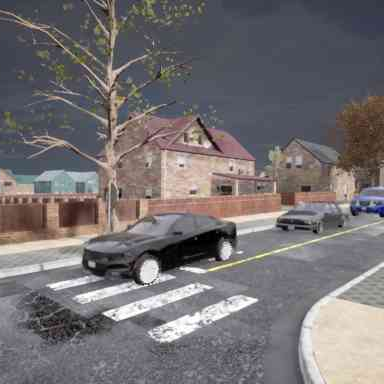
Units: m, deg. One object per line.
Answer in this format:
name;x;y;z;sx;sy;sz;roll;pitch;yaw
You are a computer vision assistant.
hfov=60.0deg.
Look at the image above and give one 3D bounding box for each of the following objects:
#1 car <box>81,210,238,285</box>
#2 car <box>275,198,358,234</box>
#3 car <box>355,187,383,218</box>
car;-0.637;1.309;9.347;1.882;1.535;5.008;1;1;40
car;6.355;1.195;17.011;2.033;1.411;5.357;1;2;44
car;13.498;0.686;24.349;2.150;2.045;5.566;1;3;44
